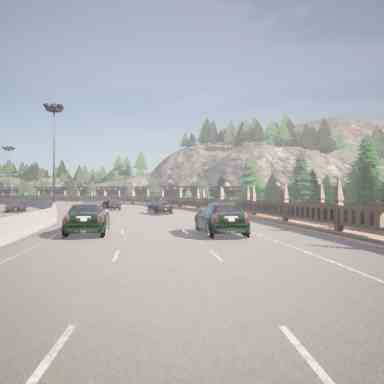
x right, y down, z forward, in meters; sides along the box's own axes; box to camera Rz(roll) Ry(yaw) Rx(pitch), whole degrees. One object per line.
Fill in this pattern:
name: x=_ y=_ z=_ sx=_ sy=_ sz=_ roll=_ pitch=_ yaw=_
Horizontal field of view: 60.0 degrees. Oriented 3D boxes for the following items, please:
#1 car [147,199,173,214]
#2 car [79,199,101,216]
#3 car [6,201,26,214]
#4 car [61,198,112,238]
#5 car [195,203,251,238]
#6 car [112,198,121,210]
car: x=-3.464 y=1.525 z=35.350 sx=2.128 sy=1.511 sz=4.902 roll=0 pitch=0 yaw=-21
car: x=-10.811 y=1.564 z=34.983 sx=1.837 sy=1.490 sz=4.892 roll=0 pitch=0 yaw=-21
car: x=-19.824 y=1.667 z=37.576 sx=1.994 sy=1.385 sz=4.181 roll=0 pitch=0 yaw=-26
car: x=-5.680 y=1.369 z=18.170 sx=2.097 sy=1.767 sz=4.553 roll=0 pitch=0 yaw=-11
car: x=1.505 y=1.356 z=17.956 sx=2.097 sy=1.767 sz=4.553 roll=0 pitch=0 yaw=-10
car: x=-10.370 y=1.560 z=42.565 sx=2.128 sy=1.511 sz=4.902 roll=0 pitch=0 yaw=-25
